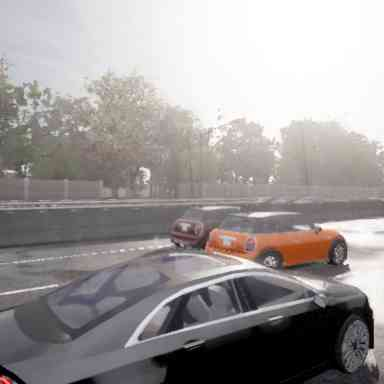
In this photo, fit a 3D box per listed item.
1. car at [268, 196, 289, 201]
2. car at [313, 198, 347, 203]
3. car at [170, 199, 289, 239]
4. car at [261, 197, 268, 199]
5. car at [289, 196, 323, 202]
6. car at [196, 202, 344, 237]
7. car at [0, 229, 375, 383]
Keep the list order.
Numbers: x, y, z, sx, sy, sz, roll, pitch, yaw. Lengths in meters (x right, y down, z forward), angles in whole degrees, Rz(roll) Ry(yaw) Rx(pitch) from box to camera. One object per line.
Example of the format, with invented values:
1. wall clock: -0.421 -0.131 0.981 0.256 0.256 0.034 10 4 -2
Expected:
1. car: 12.428 1.335 42.915 4.553 1.767 2.097 0 0 -35
2. car: 15.956 1.584 36.844 4.718 1.301 1.895 0 0 -35
3. car: 1.464 1.345 13.390 4.553 1.767 2.097 0 0 -35
4. car: 10.379 1.491 45.750 4.892 1.490 1.837 1 0 -35
5. car: 14.248 1.335 39.922 4.553 1.767 2.097 0 0 -35
6. car: 2.644 1.345 9.929 4.553 1.767 2.097 0 0 -35
7. car: 0.279 1.489 3.940 4.902 1.511 2.128 0 0 -36
